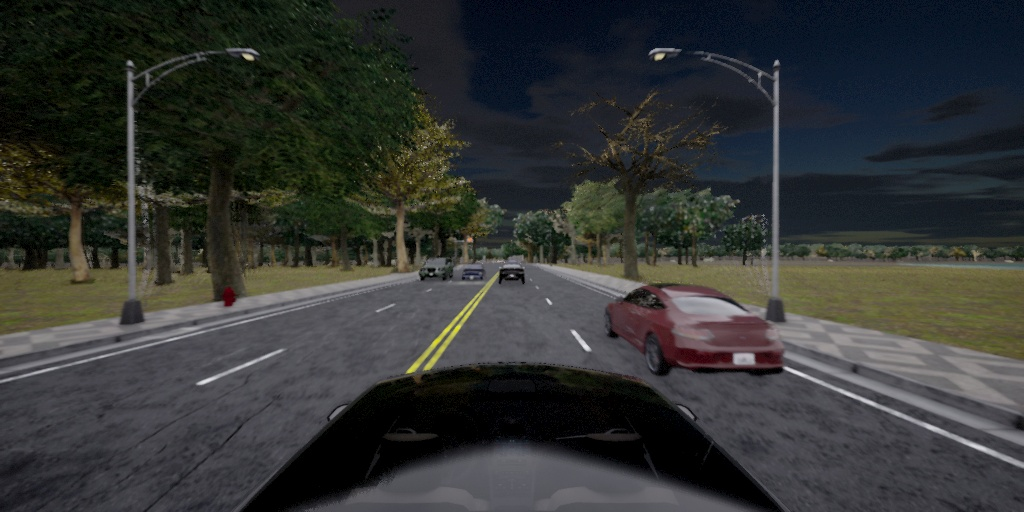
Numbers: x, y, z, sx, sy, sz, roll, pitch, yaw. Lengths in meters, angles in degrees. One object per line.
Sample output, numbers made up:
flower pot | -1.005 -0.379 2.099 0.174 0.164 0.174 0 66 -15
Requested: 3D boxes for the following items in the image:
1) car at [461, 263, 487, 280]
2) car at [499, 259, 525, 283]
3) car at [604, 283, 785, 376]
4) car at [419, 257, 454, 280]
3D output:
car | -3.257 1.362 31.651 2.033 1.411 5.357 0 0 0
car | -0.013 1.262 28.199 1.882 1.535 5.008 0 0 0
car | 3.248 1.276 7.321 1.812 1.442 4.674 0 0 0
car | -6.507 1.122 31.619 2.150 2.045 5.566 0 0 0
